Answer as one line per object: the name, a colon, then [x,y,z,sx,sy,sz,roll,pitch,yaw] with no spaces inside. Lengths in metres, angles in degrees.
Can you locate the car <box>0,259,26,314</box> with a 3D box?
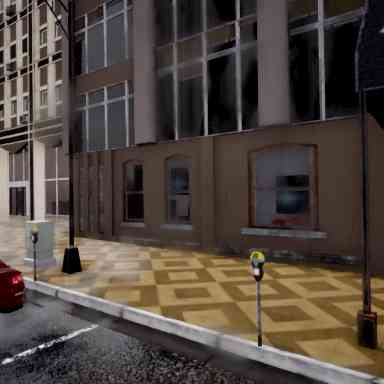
car: [-4.784,1.584,6.300,4.206,1.307,1.802,0,-1,36]
